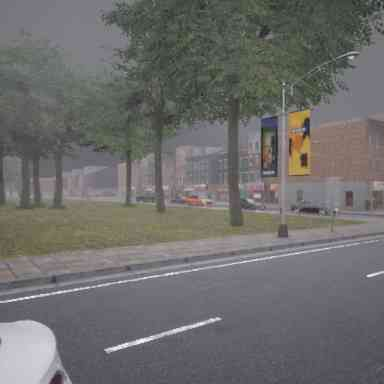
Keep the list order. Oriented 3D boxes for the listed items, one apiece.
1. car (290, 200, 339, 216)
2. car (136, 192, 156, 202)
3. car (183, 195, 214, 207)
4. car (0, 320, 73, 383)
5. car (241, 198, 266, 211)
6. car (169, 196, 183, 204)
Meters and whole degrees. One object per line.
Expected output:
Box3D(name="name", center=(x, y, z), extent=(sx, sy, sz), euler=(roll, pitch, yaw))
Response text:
Box3D(name="car", center=(12.213, 1.568, 33.265), extent=(2.128, 1.511, 4.902), euler=(1, 0, -36))
Box3D(name="car", center=(-9.614, 1.071, 68.860), extent=(2.150, 2.045, 5.566), euler=(1, 0, -36))
Box3D(name="car", center=(1.161, 1.272, 48.743), extent=(2.097, 1.767, 4.553), euler=(1, 0, -35))
Box3D(name="car", center=(-2.994, 1.527, 1.540), extent=(4.674, 1.442, 1.812), euler=(0, 0, -36))
Box3D(name="car", center=(6.883, 1.518, 40.721), extent=(1.812, 1.442, 4.674), euler=(1, 0, -36))
Box3D(name="car", center=(-2.151, 1.416, 58.424), extent=(1.812, 1.442, 4.674), euler=(1, 0, -36))
